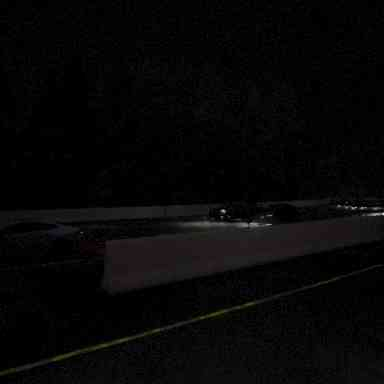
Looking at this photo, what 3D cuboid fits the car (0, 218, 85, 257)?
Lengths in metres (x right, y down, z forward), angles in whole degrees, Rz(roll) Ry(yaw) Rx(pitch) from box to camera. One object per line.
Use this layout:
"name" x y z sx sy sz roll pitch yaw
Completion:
"car" -6.406 1.715 12.371 4.674 1.442 1.812 0 -1 -36
